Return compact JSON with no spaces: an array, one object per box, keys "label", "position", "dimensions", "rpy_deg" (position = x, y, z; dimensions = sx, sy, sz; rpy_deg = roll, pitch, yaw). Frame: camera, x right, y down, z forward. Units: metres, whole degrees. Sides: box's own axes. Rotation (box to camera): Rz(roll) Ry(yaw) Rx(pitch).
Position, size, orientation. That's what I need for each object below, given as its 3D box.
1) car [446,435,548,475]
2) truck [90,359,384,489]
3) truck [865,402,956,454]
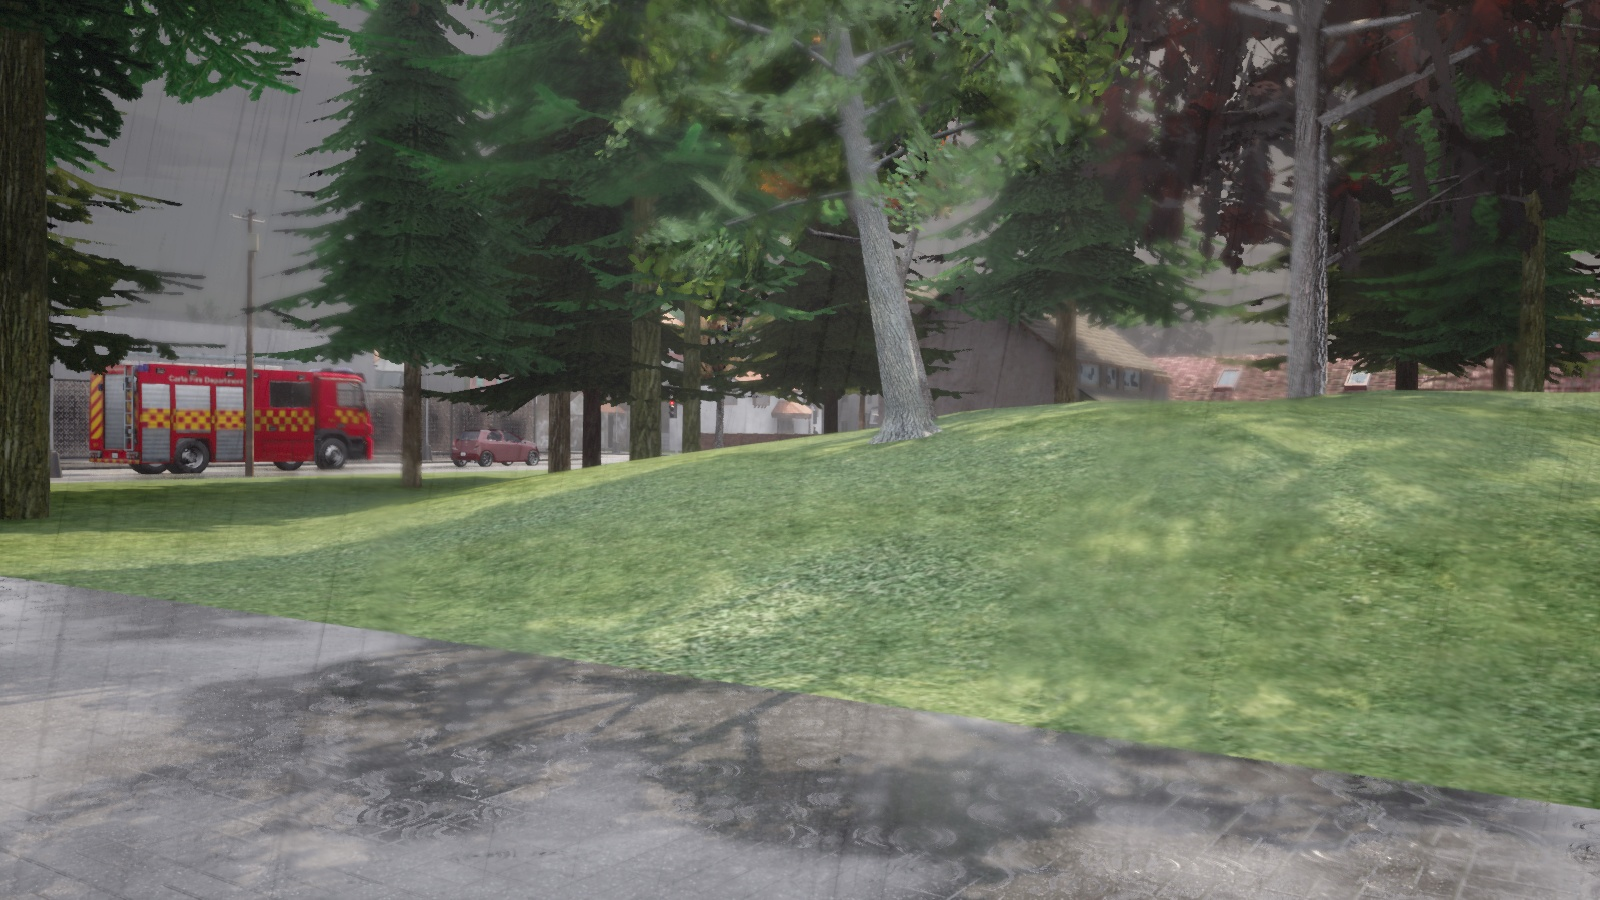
[{"label":"car","position":[-12.067,0.169,50.173],"dimensions":[1.845,1.501,3.633],"rpy_deg":[0,1,33]},{"label":"truck","position":[-18.100,-0.831,41.094],"dimensions":[2.891,3.827,8.468],"rpy_deg":[0,1,34]},{"label":"truck","position":[7.773,-1.513,87.329],"dimensions":[2.891,3.462,7.936],"rpy_deg":[0,1,33]}]
